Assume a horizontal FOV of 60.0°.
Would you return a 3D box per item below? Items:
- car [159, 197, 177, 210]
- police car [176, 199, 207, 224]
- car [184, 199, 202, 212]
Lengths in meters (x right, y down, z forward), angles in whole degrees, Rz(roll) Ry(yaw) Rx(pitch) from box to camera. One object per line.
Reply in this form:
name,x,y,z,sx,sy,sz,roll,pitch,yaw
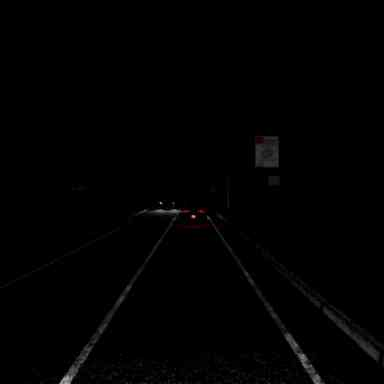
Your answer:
car,-3.069,1.396,43.127,2.097,1.767,4.553,0,0,0
police car,0.110,1.550,25.547,2.038,1.542,4.974,0,0,0
car,0.112,1.593,41.481,2.033,1.411,5.357,0,0,0
